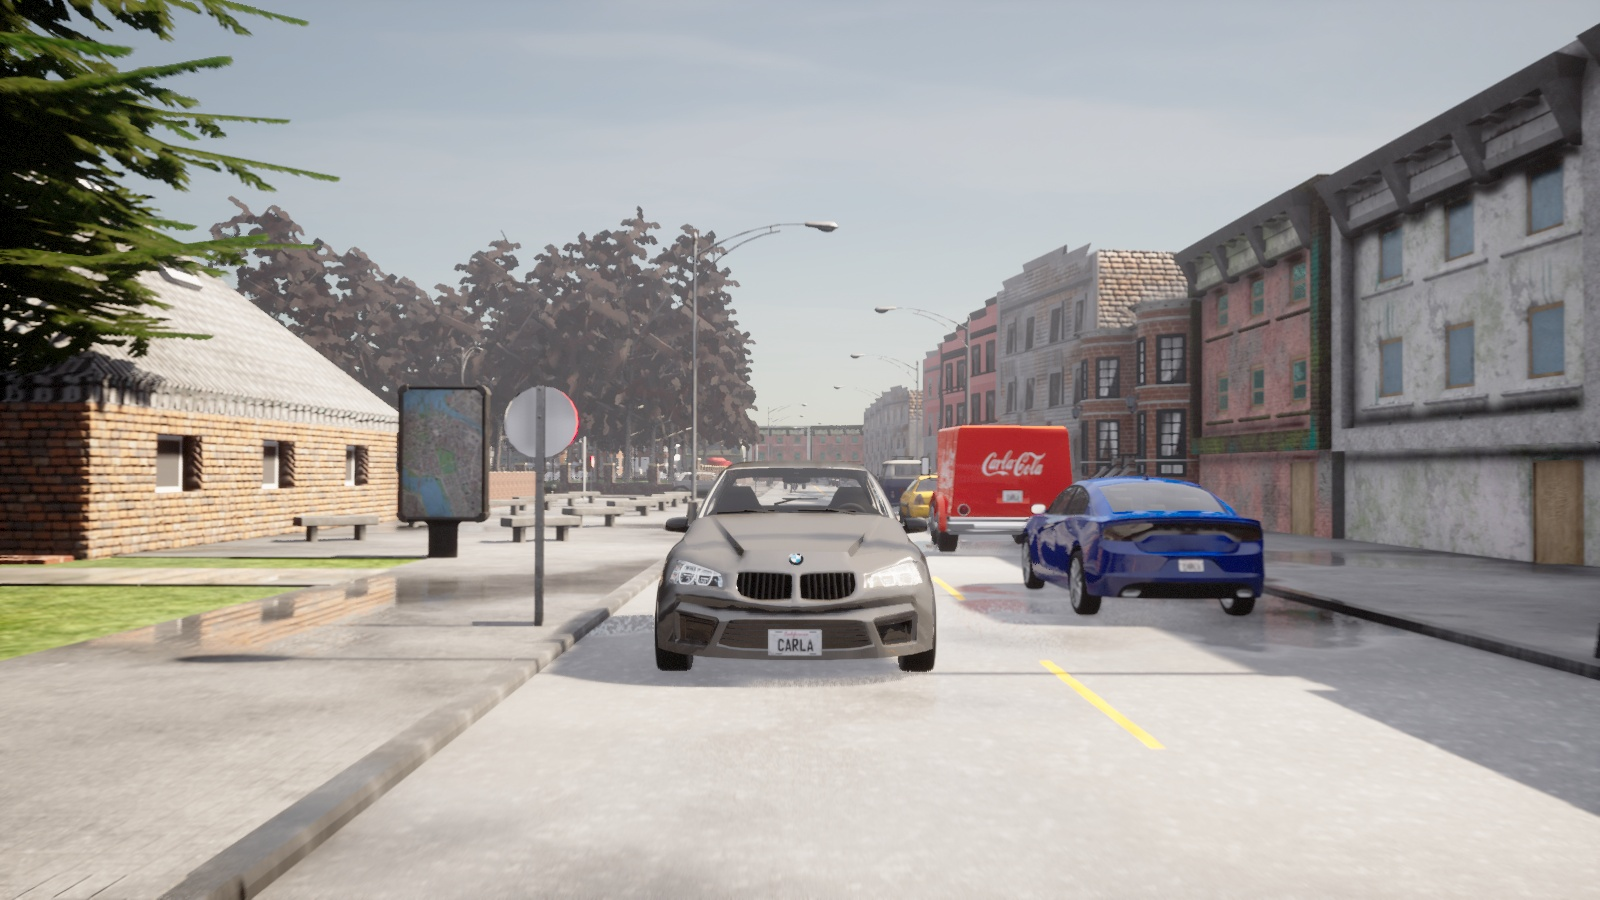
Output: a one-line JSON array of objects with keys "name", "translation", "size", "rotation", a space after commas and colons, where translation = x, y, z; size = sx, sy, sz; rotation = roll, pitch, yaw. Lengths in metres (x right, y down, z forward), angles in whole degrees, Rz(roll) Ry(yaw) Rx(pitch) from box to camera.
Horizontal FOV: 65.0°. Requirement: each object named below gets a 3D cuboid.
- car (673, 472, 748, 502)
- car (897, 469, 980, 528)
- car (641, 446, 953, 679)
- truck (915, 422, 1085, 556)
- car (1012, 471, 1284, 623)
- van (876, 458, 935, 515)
[{"name": "car", "translation": [-4.610, 1.876, 64.357], "size": [3.806, 1.475, 1.970], "rotation": [0, -1, -6]}, {"name": "car", "translation": [3.910, 1.345, 36.254], "size": [1.801, 1.575, 5.366], "rotation": [0, -1, 0]}, {"name": "car", "translation": [-0.028, 0.849, 11.357], "size": [2.242, 1.667, 4.611], "rotation": [0, -1, 0]}, {"name": "truck", "translation": [3.936, 0.750, 25.835], "size": [2.627, 2.467, 5.204], "rotation": [0, -1, 0]}, {"name": "car", "translation": [3.963, 1.032, 15.281], "size": [1.882, 1.535, 5.008], "rotation": [0, -1, 0]}, {"name": "van", "translation": [3.867, 1.331, 46.514], "size": [1.775, 1.987, 4.442], "rotation": [0, -1, 0]}]
